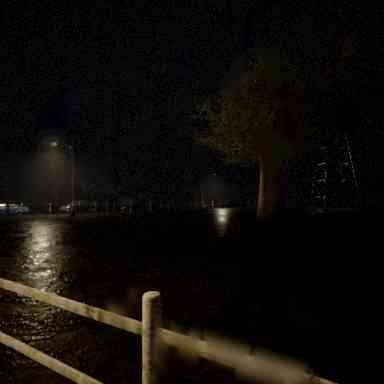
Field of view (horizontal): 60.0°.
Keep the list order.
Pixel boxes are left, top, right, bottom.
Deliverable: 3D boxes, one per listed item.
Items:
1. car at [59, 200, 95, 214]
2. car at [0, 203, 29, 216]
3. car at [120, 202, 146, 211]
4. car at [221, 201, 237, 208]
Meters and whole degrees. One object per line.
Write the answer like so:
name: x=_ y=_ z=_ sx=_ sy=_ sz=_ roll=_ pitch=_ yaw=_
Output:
car: x=-15.134 y=1.913 z=43.983 sx=2.097 sy=1.767 sz=4.553 roll=-2 pitch=-2 yaw=36
car: x=-20.677 y=1.951 z=36.261 sx=2.033 sy=1.411 sz=5.357 roll=-2 pitch=-2 yaw=35
car: x=-9.202 y=2.260 z=52.228 sx=1.812 sy=1.442 sz=4.674 roll=-2 pitch=-2 yaw=36
car: x=7.710 y=2.628 z=69.464 sx=1.994 sy=1.385 sz=4.181 roll=-2 pitch=-2 yaw=36
